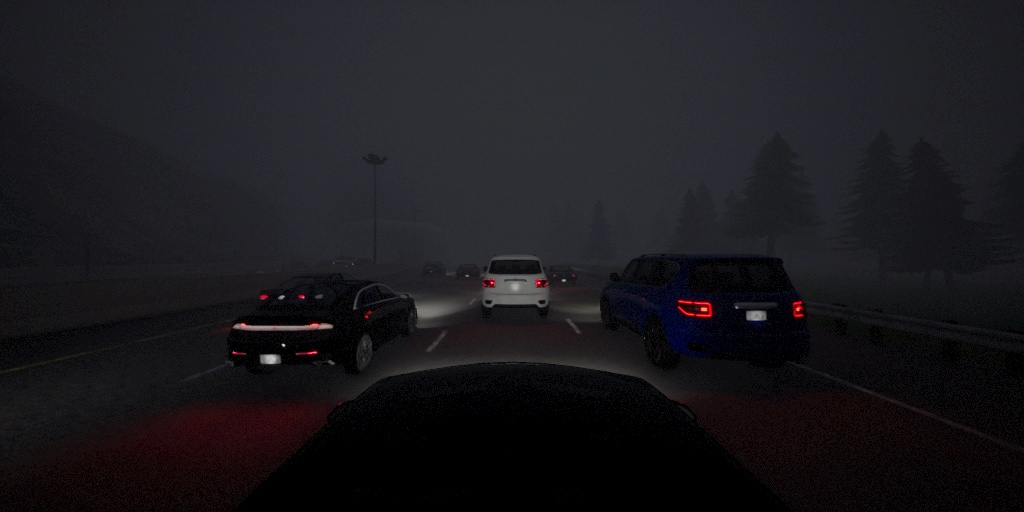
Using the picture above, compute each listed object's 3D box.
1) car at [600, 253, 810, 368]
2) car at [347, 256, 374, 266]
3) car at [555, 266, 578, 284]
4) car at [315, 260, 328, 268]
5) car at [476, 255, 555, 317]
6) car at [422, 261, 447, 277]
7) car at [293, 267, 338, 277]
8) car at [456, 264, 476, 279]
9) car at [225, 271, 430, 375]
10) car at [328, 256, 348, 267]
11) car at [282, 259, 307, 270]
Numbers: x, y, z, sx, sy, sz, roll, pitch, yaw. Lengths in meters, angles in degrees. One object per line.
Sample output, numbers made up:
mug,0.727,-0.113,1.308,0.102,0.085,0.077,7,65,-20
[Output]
car,3.601,0.971,7.967,2.150,2.045,5.566,0,0,0
car,-19.694,1.098,47.517,2.097,1.767,4.553,0,0,-8
car,3.428,1.349,26.346,1.895,1.301,4.718,0,0,-2
car,-27.811,1.294,54.116,2.033,1.411,5.357,0,0,-10
car,0.099,0.971,13.274,2.150,2.045,5.566,0,0,0
car,-7.603,1.239,35.302,2.128,1.511,4.902,0,0,-4
car,-6.900,1.297,13.312,2.033,1.411,5.357,0,0,0
car,-3.845,1.349,31.920,1.895,1.301,4.718,0,0,-3
car,-3.399,1.241,7.473,2.128,1.511,4.902,0,0,0
car,-23.737,0.967,51.061,2.150,2.045,5.566,0,0,-9
car,-30.808,1.237,50.871,2.128,1.511,4.902,0,0,-9
